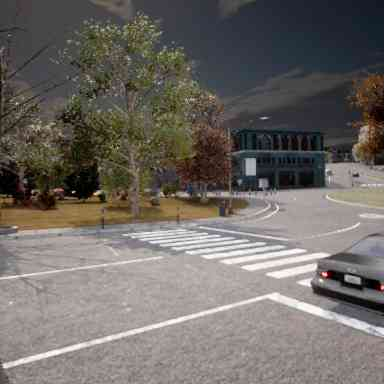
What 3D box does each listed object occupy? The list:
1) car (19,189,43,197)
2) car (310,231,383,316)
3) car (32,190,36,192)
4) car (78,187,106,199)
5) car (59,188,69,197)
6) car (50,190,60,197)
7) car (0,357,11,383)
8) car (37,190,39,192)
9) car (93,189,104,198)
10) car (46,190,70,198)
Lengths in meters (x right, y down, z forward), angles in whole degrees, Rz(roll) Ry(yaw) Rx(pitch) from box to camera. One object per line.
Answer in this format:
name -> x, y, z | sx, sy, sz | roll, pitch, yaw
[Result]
car -> -37.790, 0.185, 78.360 | 2.097, 1.535, 5.008 | 0, 3, 19
car -> 4.818, 1.541, 7.129 | 5.357, 1.411, 2.033 | 0, 0, -35
car -> -35.543, 0.231, 76.313 | 1.946, 1.575, 5.366 | 0, 3, 19
car -> -19.089, 0.105, 63.694 | 2.435, 2.045, 5.566 | -2, 2, 17
car -> -23.814, 0.398, 67.262 | 2.163, 1.488, 4.792 | 0, 2, 17
car -> -26.171, 0.107, 69.075 | 2.435, 2.045, 5.566 | 0, 2, 18
car -> -3.591, 1.543, 1.193 | 5.357, 1.411, 2.033 | 0, 0, -35
car -> -30.835, 0.303, 72.788 | 2.097, 1.535, 5.008 | 0, 2, 18
car -> -16.757, 0.340, 61.695 | 1.946, 1.575, 5.366 | -1, 2, 17
car -> -28.512, 0.337, 70.940 | 2.231, 1.521, 4.892 | -1, 2, 18
